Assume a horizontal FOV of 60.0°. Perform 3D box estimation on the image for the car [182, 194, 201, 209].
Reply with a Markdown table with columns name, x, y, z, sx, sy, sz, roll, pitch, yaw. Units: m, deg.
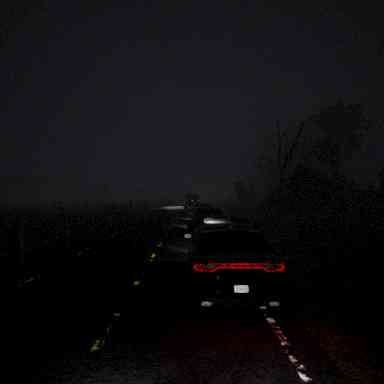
| name | x | y | z | sx | sy | sz | roll | pitch | yaw |
| --- | --- | --- | --- | --- | --- | --- | --- | --- | --- |
| car | 0.078 | 1.251 | 45.961 | 2.150 | 2.045 | 5.566 | 0 | 0 | 1 |

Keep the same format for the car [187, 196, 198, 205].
| name | x | y | z | sx | sy | sz | roll | pitch | yaw |
| --- | --- | --- | --- | --- | --- | --- | --- | --- | --- |
| car | 0.054 | 1.534 | 60.575 | 1.882 | 1.535 | 5.008 | 0 | 0 | 0 |

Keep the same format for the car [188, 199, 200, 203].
| name | x | y | z | sx | sy | sz | roll | pitch | yaw |
| --- | --- | --- | --- | --- | --- | --- | --- | --- | --- |
| car | 0.847 | 1.511 | 24.068 | 1.837 | 1.490 | 4.892 | 0 | 0 | 0 |

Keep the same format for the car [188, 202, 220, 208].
| name | x | y | z | sx | sy | sz | roll | pitch | yaw |
| --- | --- | --- | --- | --- | --- | --- | --- | --- | --- |
| car | 0.841 | 1.508 | 18.068 | 1.837 | 1.490 | 4.892 | 0 | 0 | 0 |

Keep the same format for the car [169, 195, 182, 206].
| name | x | y | z | sx | sy | sz | roll | pitch | yaw |
| --- | --- | --- | --- | --- | --- | --- | --- | --- | --- |
| car | -2.702 | 1.645 | 54.773 | 1.895 | 1.301 | 4.718 | 0 | 0 | 0 |

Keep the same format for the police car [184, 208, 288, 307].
| name | x | y | z | sx | sy | sz | roll | pitch | yaw |
| --- | --- | --- | --- | --- | --- | --- | --- | --- | --- |
| police car | 0.833 | 1.426 | 8.178 | 1.930 | 1.638 | 5.238 | 0 | 0 | 0 |
